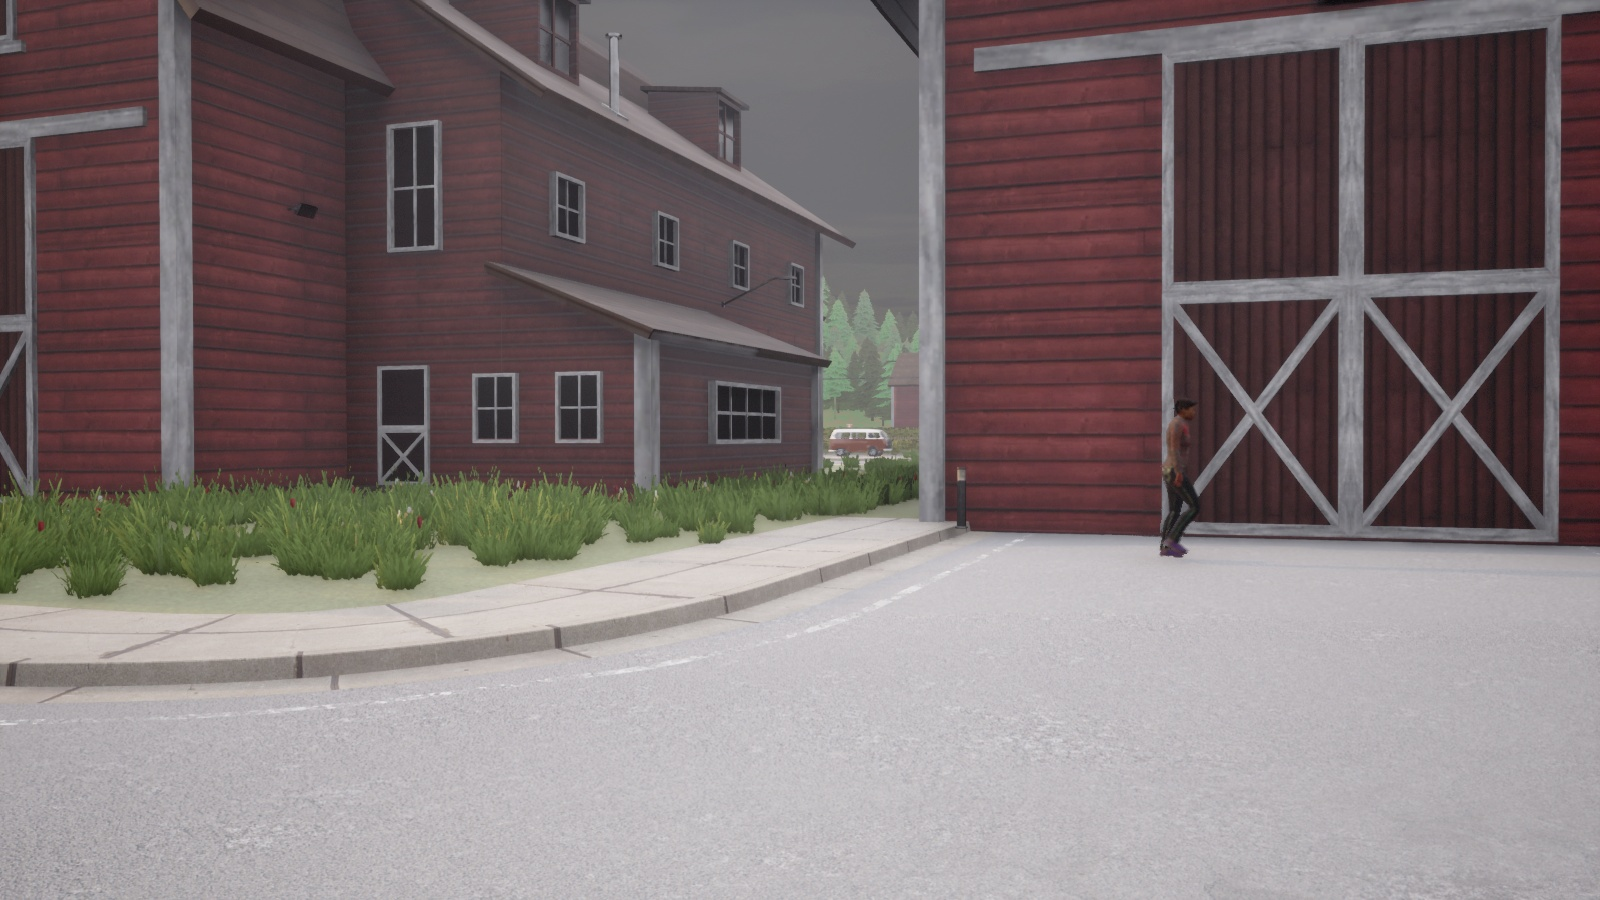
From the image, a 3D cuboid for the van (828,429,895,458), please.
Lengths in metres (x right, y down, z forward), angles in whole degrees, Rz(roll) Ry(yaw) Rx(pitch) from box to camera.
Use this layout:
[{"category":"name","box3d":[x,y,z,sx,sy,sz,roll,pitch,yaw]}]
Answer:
[{"category":"van","box3d":[4.470,-0.492,91.741,4.480,2.038,2.069,0,1,19]}]

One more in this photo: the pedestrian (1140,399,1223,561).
[{"category":"pedestrian","box3d":[4.325,0.329,14.249,0.869,1.805,0.328,1,1,17]}]
